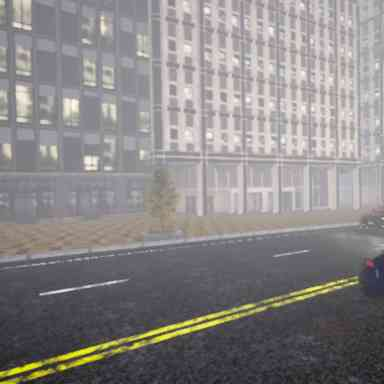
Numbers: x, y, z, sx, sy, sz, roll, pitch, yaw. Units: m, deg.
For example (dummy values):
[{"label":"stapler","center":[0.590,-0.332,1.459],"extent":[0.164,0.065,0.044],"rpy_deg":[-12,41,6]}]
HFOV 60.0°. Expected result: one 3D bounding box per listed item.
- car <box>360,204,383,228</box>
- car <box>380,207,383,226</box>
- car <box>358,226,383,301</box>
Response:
[{"label":"car","center":[11.512,1.338,18.676],"extent":[5.008,1.535,1.882],"rpy_deg":[0,0,-30]},{"label":"car","center":[10.864,1.436,14.544],"extent":[5.357,1.411,2.033],"rpy_deg":[0,0,-31]},{"label":"car","center":[5.417,1.512,7.001],"extent":[4.181,1.385,1.994],"rpy_deg":[0,0,-34]}]
